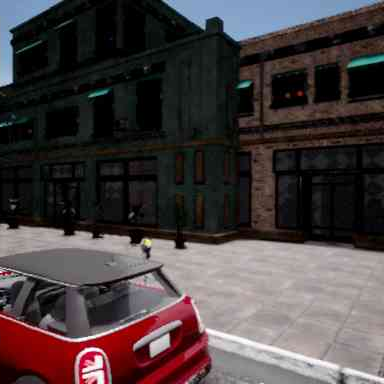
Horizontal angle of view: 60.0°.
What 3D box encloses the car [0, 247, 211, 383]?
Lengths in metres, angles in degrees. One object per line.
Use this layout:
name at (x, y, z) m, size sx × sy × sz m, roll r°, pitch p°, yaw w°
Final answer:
car at (-1.881, 1.445, 4.198) m, size 4.097 × 1.590 × 1.967 m, roll 0°, pitch 1°, yaw 35°
